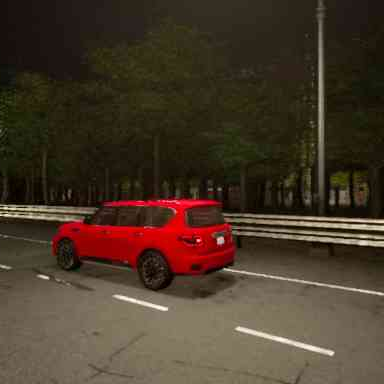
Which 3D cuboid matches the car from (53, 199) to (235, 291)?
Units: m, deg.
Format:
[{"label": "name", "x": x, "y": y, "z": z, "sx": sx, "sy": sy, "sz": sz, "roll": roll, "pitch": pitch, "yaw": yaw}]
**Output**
[{"label": "car", "x": -1.524, "y": 1.226, "z": 9.256, "sx": 5.566, "sy": 2.045, "sz": 2.150, "roll": 0, "pitch": 0, "yaw": 36}]
